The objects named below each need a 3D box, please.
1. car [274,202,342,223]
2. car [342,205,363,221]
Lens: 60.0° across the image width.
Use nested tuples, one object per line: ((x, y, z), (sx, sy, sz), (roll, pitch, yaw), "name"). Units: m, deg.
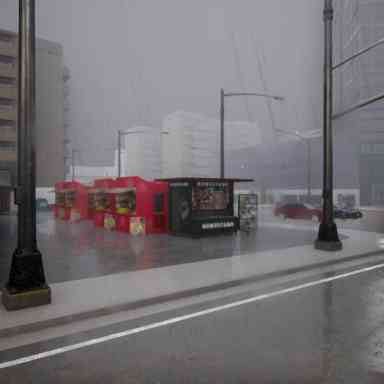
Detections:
((9.012, 1.588, 26.888), (1.882, 1.535, 5.008), (0, 0, -38), "car")
((12.239, 1.669, 28.433), (1.994, 1.385, 4.181), (0, 0, -35), "car")
